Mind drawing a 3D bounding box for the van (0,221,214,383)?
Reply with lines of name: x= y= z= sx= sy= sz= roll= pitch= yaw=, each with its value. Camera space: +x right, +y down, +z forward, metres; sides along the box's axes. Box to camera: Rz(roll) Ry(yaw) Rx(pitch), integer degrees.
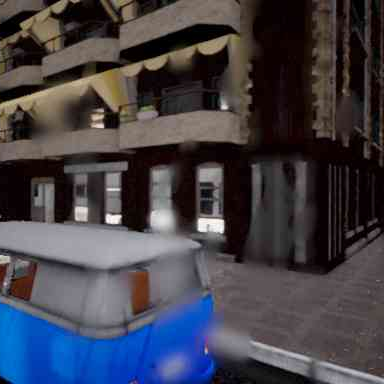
van: x=-1.671 y=1.326 z=4.066 sx=3.998 sy=1.788 sz=1.690 roll=0 pitch=0 yaw=36
